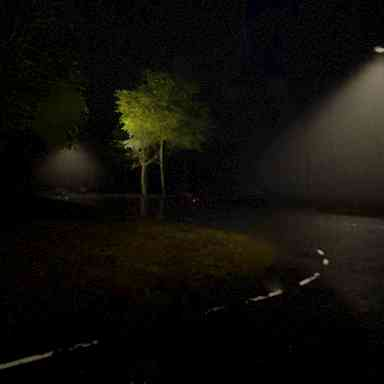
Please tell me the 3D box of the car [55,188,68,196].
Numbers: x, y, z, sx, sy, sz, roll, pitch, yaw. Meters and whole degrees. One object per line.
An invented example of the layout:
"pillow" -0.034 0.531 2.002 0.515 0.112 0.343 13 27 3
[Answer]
"car" -24.413 0.005 62.224 1.837 1.490 4.892 -1 2 -29

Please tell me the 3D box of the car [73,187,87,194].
"car" -24.767 -0.302 73.504 2.128 1.511 4.902 -1 2 -35

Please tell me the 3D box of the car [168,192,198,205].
"car" -1.108 0.735 40.239 1.812 1.442 4.674 -1 2 -35
